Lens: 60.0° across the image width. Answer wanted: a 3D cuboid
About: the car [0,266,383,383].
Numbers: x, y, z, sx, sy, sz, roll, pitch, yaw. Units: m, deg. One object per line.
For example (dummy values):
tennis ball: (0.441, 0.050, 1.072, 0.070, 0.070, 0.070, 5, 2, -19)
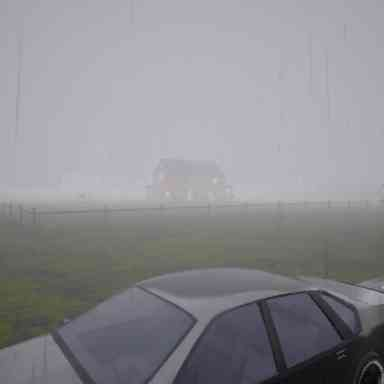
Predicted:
car: (0.125, 1.547, 3.156, 5.357, 1.411, 2.033, 0, 0, -35)
